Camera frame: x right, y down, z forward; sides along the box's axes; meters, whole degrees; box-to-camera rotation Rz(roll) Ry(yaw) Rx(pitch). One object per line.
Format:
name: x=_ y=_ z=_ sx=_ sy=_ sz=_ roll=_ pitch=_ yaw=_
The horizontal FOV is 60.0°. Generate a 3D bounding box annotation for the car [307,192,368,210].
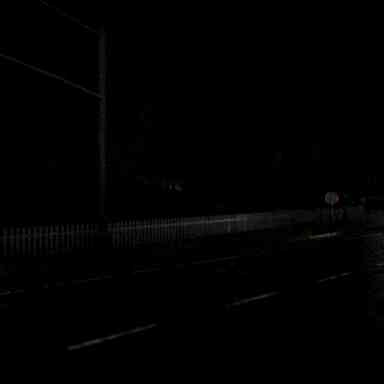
car: x=16.743 y=1.068 z=38.539 sx=2.150 sy=2.045 sz=5.566 roll=0 pitch=0 yaw=-37

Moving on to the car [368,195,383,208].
car: x=23.682 y=1.168 z=40.980 sx=2.097 sy=1.767 sz=4.553 roll=0 pitch=0 yaw=-37

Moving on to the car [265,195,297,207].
car: x=13.094 y=1.287 z=49.154 sx=1.994 sy=1.385 sz=4.181 roll=0 pitch=2 yaw=-38

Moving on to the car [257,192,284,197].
car: x=10.633 y=0.975 z=46.600 sx=2.150 sy=2.045 sz=5.566 roll=0 pitch=2 yaw=-37

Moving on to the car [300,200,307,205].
car: x=18.157 y=1.269 z=48.264 sx=1.882 sy=1.535 sz=5.008 roll=0 pitch=1 yaw=-37

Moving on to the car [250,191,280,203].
car: x=12.282 y=0.808 z=56.037 sx=2.097 sy=1.767 sz=4.553 roll=0 pitch=3 yaw=-37
